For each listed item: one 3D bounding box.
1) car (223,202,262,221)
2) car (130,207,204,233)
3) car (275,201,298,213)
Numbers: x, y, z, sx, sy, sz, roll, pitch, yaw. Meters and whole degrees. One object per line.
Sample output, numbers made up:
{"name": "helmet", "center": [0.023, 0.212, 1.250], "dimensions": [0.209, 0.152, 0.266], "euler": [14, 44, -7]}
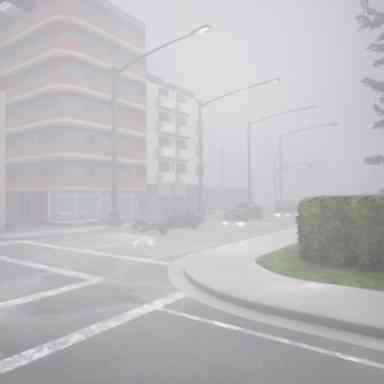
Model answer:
{"name": "car", "center": [4.485, 1.618, 28.722], "dimensions": [1.812, 1.442, 4.674], "euler": [-1, 0, 36]}
{"name": "car", "center": [-1.322, 1.640, 20.665], "dimensions": [2.033, 1.411, 5.357], "euler": [-1, 0, 36]}
{"name": "car", "center": [10.977, 1.655, 37.714], "dimensions": [1.994, 1.385, 4.181], "euler": [-1, 0, 36]}
